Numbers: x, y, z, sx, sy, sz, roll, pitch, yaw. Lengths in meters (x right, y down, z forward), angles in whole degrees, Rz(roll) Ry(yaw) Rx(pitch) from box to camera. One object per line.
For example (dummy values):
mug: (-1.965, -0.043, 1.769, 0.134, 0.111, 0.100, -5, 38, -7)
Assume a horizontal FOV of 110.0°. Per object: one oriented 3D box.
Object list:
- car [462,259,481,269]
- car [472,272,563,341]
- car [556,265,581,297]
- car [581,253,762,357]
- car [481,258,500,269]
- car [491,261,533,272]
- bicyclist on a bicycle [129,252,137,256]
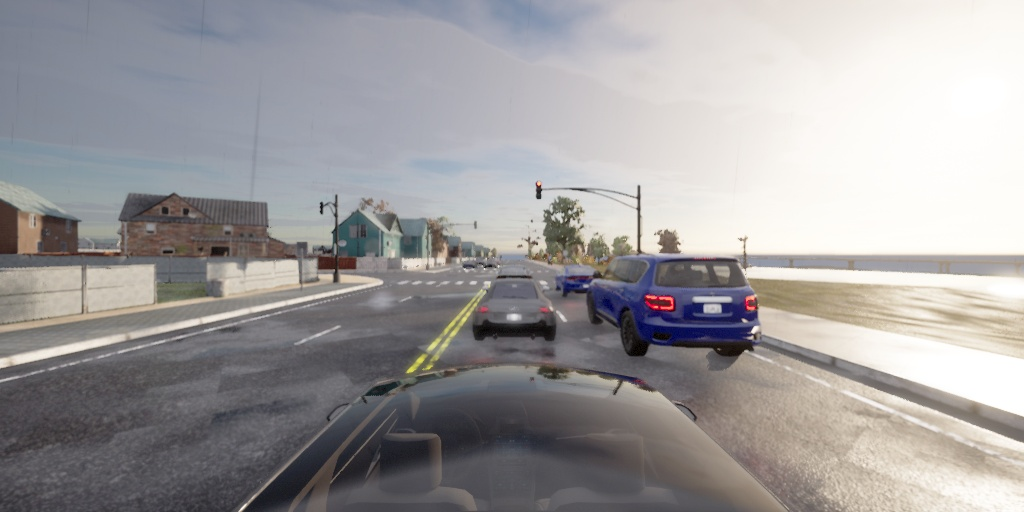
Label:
car: (-6.520, 1.244, 55.909, 2.033, 1.411, 5.357, 0, 0, 0)
car: (0.093, 1.301, 9.824, 1.994, 1.385, 4.181, 0, 0, 1)
car: (3.367, 1.202, 18.604, 1.882, 1.535, 5.008, 0, 0, 1)
car: (3.353, 0.961, 8.665, 2.150, 2.045, 5.566, 0, 0, 0)
car: (-3.272, 1.201, 55.898, 1.837, 1.490, 4.892, 0, 0, 0)
car: (0.118, 1.201, 18.764, 1.882, 1.535, 5.008, 0, 0, 0)
bicyclist on a bicycle: (-29.587, 0.502, 27.962, 0.582, 1.620, 1.656, 1, 0, -35)
